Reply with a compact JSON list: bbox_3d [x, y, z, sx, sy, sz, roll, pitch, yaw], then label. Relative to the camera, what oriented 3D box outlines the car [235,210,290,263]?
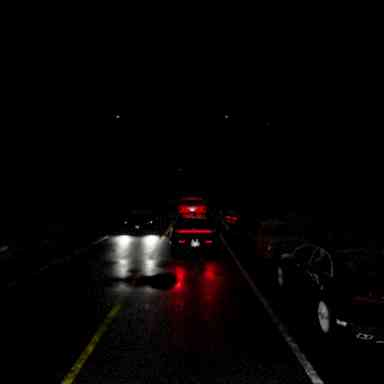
[{"bbox_3d":[2.884,1.614,12.244,1.752,1.417,4.829,-1,0,0],"label":"car"}]

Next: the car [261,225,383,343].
[{"bbox_3d":[2.874,1.598,6.489,2.008,1.369,4.403,-1,0,0],"label":"car"}]

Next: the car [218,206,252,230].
[{"bbox_3d":[2.903,1.747,23.246,1.802,1.307,4.206,-1,0,0],"label":"car"}]

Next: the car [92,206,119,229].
[{"bbox_3d":[-5.643,1.710,23.258,1.887,1.381,4.507,-1,0,0],"label":"car"}]

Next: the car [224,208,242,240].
[{"bbox_3d":[2.893,1.692,17.660,1.947,1.339,4.313,-1,0,0],"label":"car"}]

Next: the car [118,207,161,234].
[{"bbox_3d":[-2.975,1.673,20.511,1.812,1.442,4.674,0,-1,0],"label":"car"}]

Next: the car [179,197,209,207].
[{"bbox_3d":[0.109,1.408,26.188,2.150,2.045,5.566,0,0,2],"label":"car"}]

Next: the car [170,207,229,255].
[{"bbox_3d":[0.119,1.591,13.856,2.128,1.511,4.902,0,0,0],"label":"car"}]
